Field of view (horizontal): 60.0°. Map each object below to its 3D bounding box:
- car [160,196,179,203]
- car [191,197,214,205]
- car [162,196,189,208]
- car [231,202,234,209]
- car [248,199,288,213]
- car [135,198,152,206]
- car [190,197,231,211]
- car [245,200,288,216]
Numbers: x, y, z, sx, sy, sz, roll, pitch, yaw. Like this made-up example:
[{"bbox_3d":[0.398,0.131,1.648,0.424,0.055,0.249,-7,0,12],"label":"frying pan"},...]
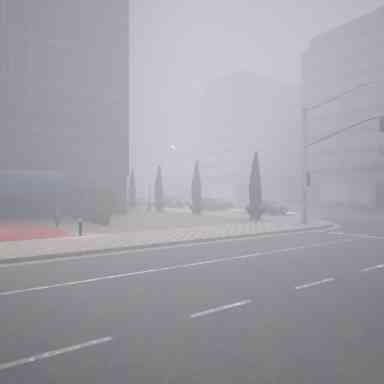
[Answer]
[{"bbox_3d":[-4.707,1.600,69.595,1.895,1.301,4.718,0,0,-34],"label":"car"},{"bbox_3d":[1.828,1.564,60.176,1.994,1.385,4.181,0,0,-35],"label":"car"},{"bbox_3d":[-3.005,1.352,48.426,2.097,1.767,4.553,0,0,-35],"label":"car"},{"bbox_3d":[3.752,1.564,44.849,1.994,1.385,4.181,0,0,-35],"label":"car"},{"bbox_3d":[8.561,1.564,37.958,1.994,1.385,4.181,0,0,-35],"label":"car"},{"bbox_3d":[-8.576,1.601,56.463,1.895,1.301,4.718,0,0,-34],"label":"car"},{"bbox_3d":[2.166,1.505,41.004,1.837,1.490,4.892,0,0,-35],"label":"car"},{"bbox_3d":[7.415,1.526,33.484,1.812,1.442,4.674,0,0,-38],"label":"car"}]
